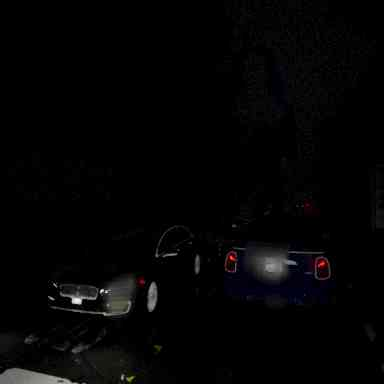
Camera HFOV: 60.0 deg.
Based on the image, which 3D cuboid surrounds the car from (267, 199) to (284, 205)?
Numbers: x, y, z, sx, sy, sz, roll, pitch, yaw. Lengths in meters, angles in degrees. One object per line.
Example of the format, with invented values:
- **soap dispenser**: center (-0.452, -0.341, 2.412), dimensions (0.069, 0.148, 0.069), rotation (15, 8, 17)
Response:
- **car**: center (9.251, 1.531, 37.457), dimensions (1.994, 1.385, 4.181), rotation (0, 0, 20)

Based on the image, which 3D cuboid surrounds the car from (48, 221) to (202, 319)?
- **car**: center (-1.134, 1.509, 7.696), dimensions (1.837, 1.490, 4.892), rotation (0, 0, 18)

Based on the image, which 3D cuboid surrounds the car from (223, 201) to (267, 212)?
- **car**: center (3.014, 1.489, 19.743), dimensions (1.882, 1.535, 5.008), rotation (0, 0, 19)

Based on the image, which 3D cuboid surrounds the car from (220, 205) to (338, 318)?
- **car**: center (2.141, 1.357, 7.823), dimensions (2.097, 1.767, 4.553), rotation (0, 0, 19)

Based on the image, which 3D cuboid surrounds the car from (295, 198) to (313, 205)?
- **car**: center (12.610, 1.510, 37.688), dimensions (2.033, 1.411, 5.357), rotation (0, 0, 20)

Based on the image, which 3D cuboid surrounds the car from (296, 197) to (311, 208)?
- **car**: center (15.669, 1.468, 46.629), dimensions (1.994, 1.385, 4.181), rotation (0, 0, 19)
